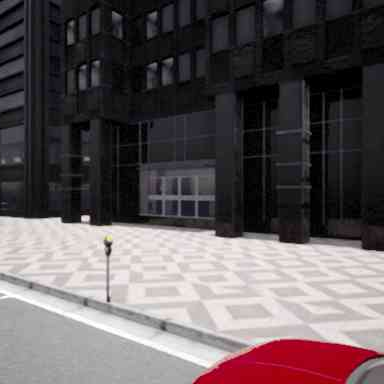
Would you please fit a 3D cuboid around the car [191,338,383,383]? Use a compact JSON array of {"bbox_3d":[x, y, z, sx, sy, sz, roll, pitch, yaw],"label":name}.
[{"bbox_3d":[1.941,1.544,1.578,4.507,1.381,1.887,0,0,36],"label":"car"}]
